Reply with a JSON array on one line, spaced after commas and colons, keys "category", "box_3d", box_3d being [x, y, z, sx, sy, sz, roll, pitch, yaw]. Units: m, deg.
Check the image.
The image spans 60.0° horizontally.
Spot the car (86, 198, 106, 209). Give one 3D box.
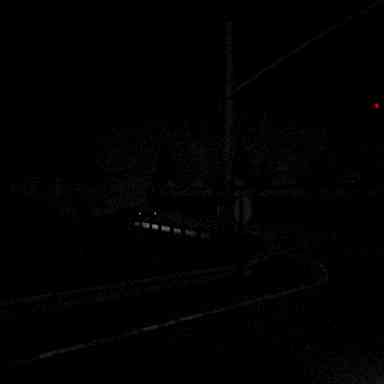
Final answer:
[{"category": "car", "box_3d": [-14.762, 1.766, 50.555, 1.837, 1.490, 4.892, 0, -1, 13]}]

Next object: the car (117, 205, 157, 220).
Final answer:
[{"category": "car", "box_3d": [-4.911, 1.855, 29.412, 1.895, 1.301, 4.718, 0, 0, -35]}]
